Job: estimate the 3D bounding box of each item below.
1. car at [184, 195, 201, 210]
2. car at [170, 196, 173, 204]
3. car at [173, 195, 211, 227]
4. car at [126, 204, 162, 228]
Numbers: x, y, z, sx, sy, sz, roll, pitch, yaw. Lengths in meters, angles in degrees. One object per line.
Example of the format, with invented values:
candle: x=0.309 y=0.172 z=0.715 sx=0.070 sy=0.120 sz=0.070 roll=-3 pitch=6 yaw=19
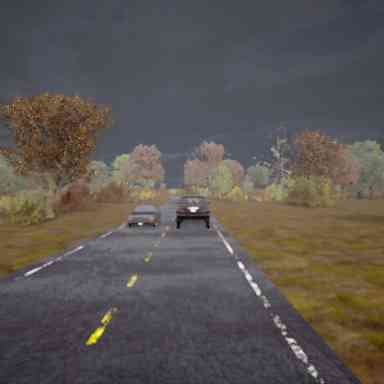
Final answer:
car: x=0.079 y=1.332 z=42.576 sx=2.097 sy=1.767 sz=4.553 roll=0 pitch=0 yaw=0
car: x=-3.052 y=1.461 z=62.548 sx=1.837 sy=1.490 sz=4.892 roll=0 pitch=0 yaw=1
car: x=0.090 y=1.217 z=22.678 sx=2.150 sy=2.045 sz=5.566 roll=0 pitch=0 yaw=0
car: x=-3.110 y=1.543 z=22.719 sx=2.033 sy=1.411 sz=5.357 roll=0 pitch=0 yaw=0
